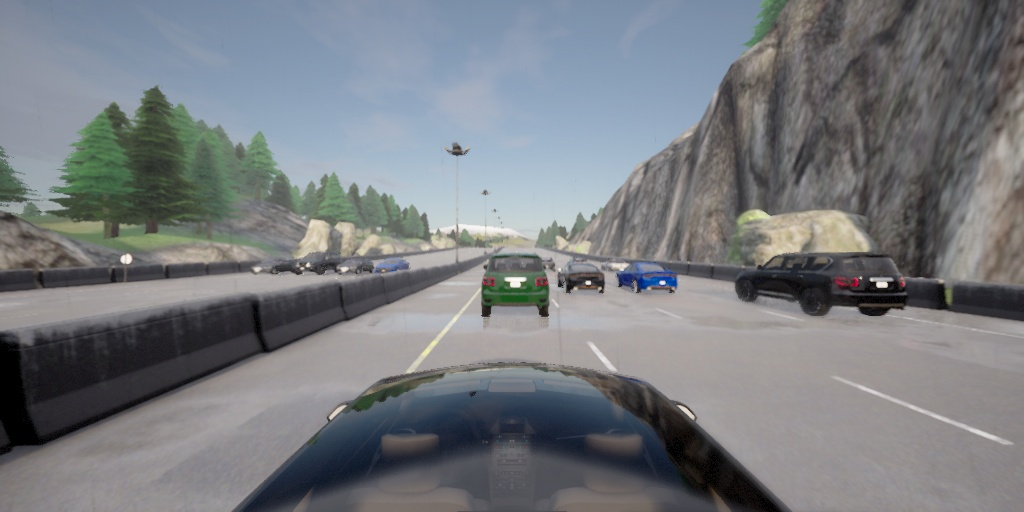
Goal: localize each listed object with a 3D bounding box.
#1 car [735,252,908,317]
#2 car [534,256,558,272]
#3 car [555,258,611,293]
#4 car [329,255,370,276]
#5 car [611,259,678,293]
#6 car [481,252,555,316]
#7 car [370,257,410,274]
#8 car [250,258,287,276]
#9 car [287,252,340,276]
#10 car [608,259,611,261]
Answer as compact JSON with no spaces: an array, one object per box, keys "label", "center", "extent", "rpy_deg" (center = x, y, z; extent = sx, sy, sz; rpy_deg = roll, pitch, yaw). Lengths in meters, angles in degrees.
[{"label":"car","center":[10.601,0.894,12.958],"extent":[2.150,2.045,5.566],"rpy_deg":[0,0,0]},{"label":"car","center":[3.601,0.811,38.980],"extent":[2.128,1.511,4.902],"rpy_deg":[0,1,0]},{"label":"car","center":[3.601,1.086,19.379],"extent":[1.882,1.535,5.008],"rpy_deg":[0,1,0]},{"label":"car","center":[-14.094,0.922,32.541],"extent":[2.128,1.511,4.902],"rpy_deg":[0,1,0]},{"label":"car","center":[7.101,1.085,19.402],"extent":[1.882,1.535,5.008],"rpy_deg":[0,1,0]},{"label":"car","center":[0.101,0.893,13.140],"extent":[2.150,2.045,5.566],"rpy_deg":[0,0,0]},{"label":"car","center":[-10.594,0.915,32.071],"extent":[1.882,1.535,5.008],"rpy_deg":[0,1,0]},{"label":"car","center":[-21.092,0.928,32.141],"extent":[2.128,1.511,4.902],"rpy_deg":[0,1,0]},{"label":"car","center":[-17.594,0.646,32.827],"extent":[2.150,2.045,5.566],"rpy_deg":[0,1,0]},{"label":"car","center":[10.601,0.953,37.119],"extent":[1.895,1.301,4.718],"rpy_deg":[0,1,0]}]
